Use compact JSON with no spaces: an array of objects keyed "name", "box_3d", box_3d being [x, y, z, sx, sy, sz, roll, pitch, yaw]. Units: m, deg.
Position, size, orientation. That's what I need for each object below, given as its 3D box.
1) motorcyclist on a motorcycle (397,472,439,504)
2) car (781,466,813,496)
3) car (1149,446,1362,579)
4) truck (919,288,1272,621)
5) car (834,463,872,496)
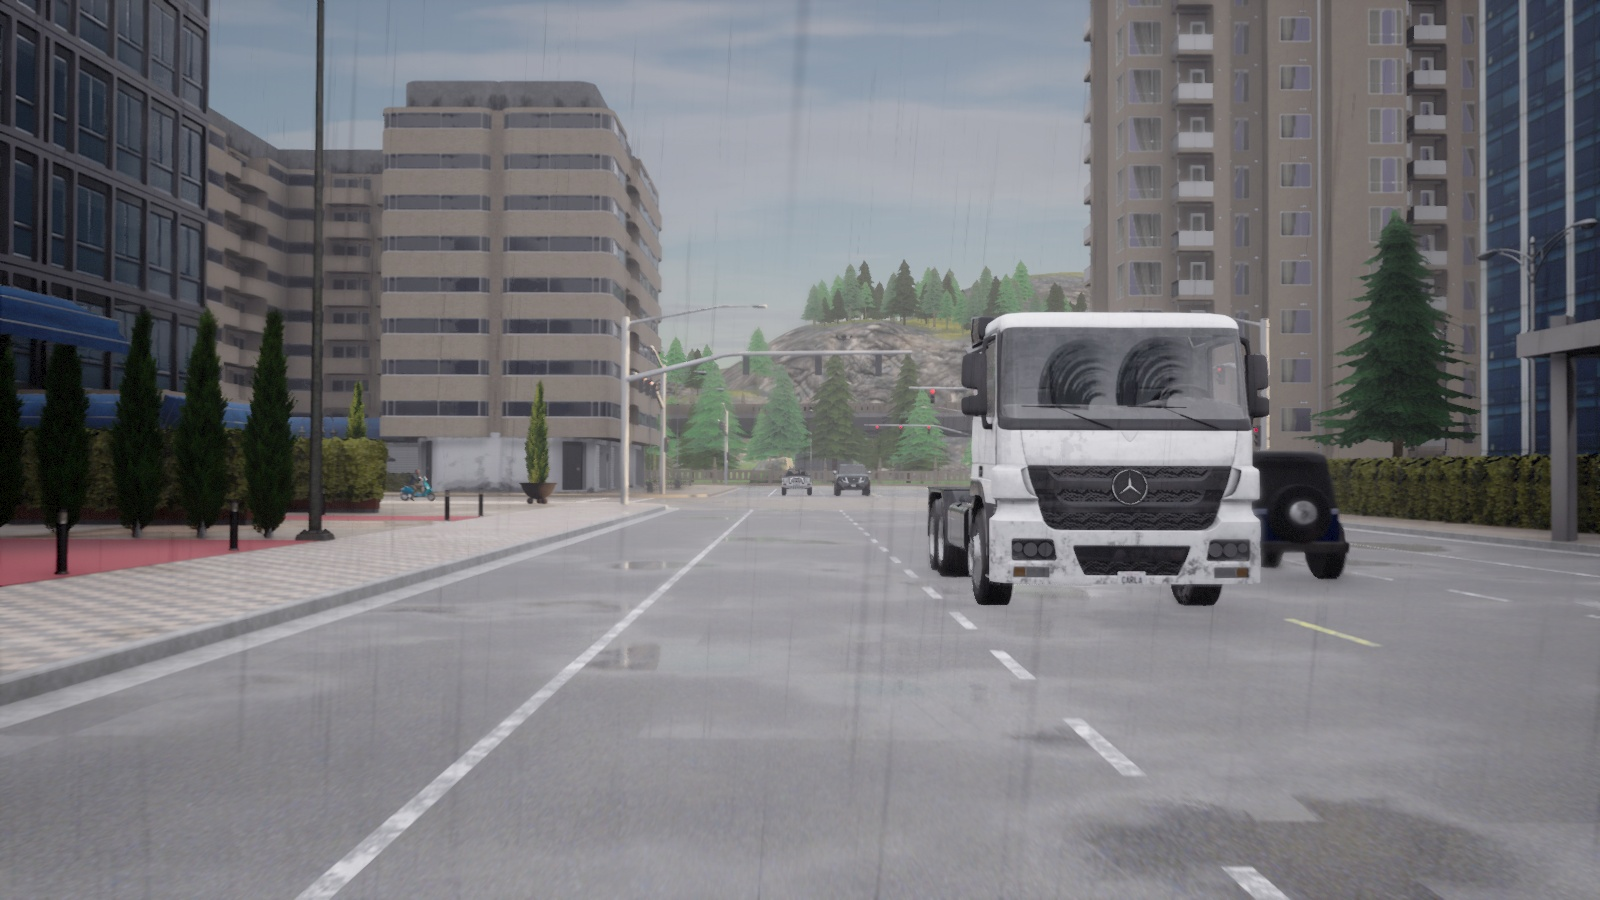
[{"name":"motorcyclist on a motorcycle","box_3d":[-18.884,1.884,62.126,1.817,1.590,0.866,0,-1,0]},{"name":"car","box_3d":[-0.188,1.976,80.278,1.932,1.855,4.605,0,-1,0]},{"name":"car","box_3d":[6.953,0.911,19.637,1.905,1.878,3.866,0,-1,0]},{"name":"truck","box_3d":[3.456,0.105,17.067,2.891,3.462,7.936,0,-1,0]},{"name":"car","box_3d":[3.312,1.860,80.014,2.150,2.045,5.566,0,-1,0]}]
